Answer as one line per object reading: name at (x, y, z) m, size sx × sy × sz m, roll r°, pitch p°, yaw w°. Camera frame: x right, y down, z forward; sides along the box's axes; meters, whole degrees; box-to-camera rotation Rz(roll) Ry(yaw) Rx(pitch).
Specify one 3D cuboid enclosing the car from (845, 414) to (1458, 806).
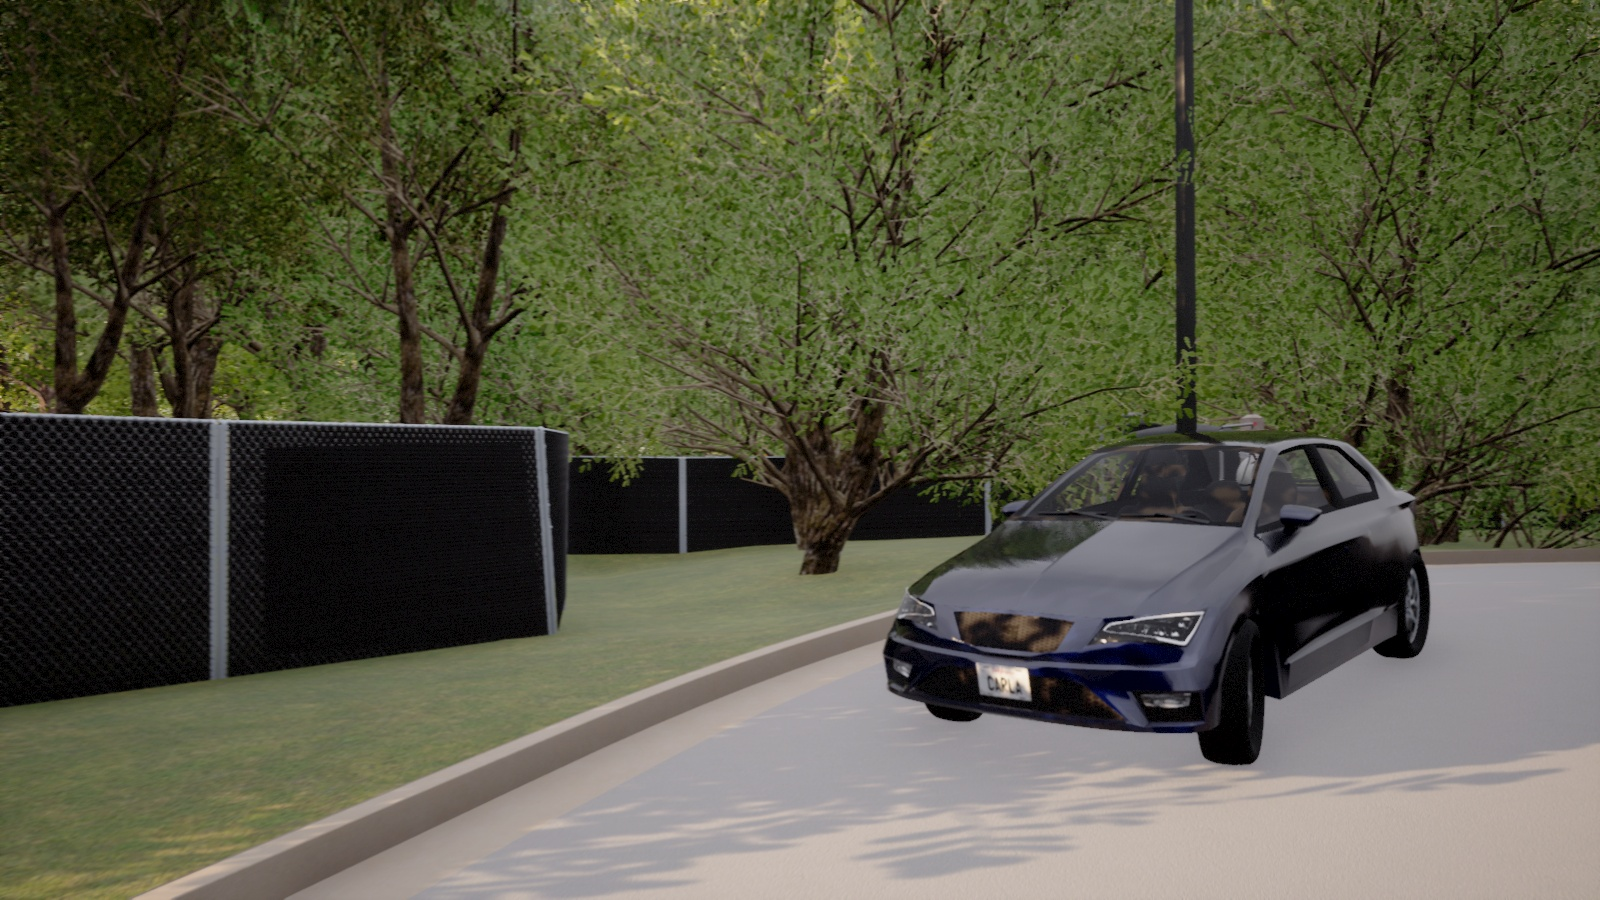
car at (2.310, 0.632, 7.350) m, size 1.816 × 1.474 × 4.193 m, roll -1°, pitch 2°, yaw 40°
